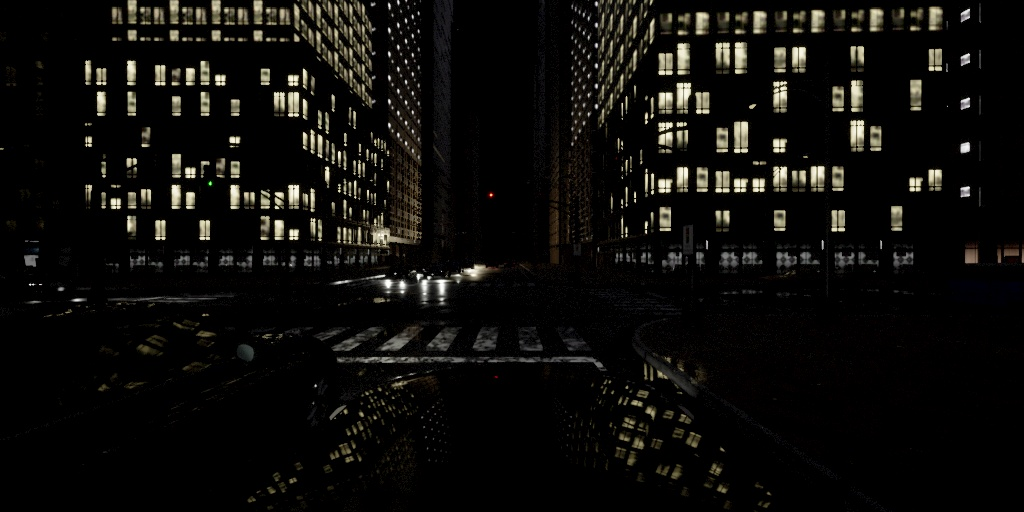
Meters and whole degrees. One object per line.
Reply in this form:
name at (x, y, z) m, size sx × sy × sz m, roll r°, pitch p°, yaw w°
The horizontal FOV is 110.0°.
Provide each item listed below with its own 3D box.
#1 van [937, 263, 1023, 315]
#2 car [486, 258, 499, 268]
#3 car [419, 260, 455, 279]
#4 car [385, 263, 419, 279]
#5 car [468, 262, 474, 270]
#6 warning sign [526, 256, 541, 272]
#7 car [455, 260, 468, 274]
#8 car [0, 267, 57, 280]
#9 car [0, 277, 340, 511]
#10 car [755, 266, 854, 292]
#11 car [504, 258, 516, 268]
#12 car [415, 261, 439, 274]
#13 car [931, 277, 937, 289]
van at (18.289, 1.119, 12.786) m, size 3.998 × 1.789 × 1.690 m, roll 0°, pitch 0°, yaw 2°
car at (-3.541, 1.214, 63.660) m, size 2.097 × 1.767 × 4.553 m, roll 0°, pitch 0°, yaw -1°
car at (-6.798, 1.305, 32.963) m, size 1.812 × 1.442 × 4.674 m, roll 0°, pitch 0°, yaw 0°
car at (-10.049, 1.343, 32.807) m, size 1.994 × 1.385 × 4.181 m, roll 0°, pitch 0°, yaw 0°
car at (-6.917, 1.396, 54.864) m, size 1.994 × 1.385 × 4.181 m, roll 0°, pitch 0°, yaw 1°
warning sign at (2.600, 0.910, 40.844) m, size 1.300 × 1.860 × 1.060 m, roll 0°, pitch 0°, yaw 0°
car at (-6.862, 1.277, 42.837) m, size 1.882 × 1.535 × 5.008 m, roll 0°, pitch 0°, yaw 0°
car at (-23.088, 1.250, 16.399) m, size 4.902 × 1.511 × 2.128 m, roll 0°, pitch 0°, yaw 0°
car at (-3.155, 1.102, 2.569) m, size 2.097 × 1.767 × 4.553 m, roll 0°, pitch 0°, yaw 0°
car at (16.966, 1.293, 20.949) m, size 4.829 × 1.417 × 1.751 m, roll 0°, pitch 0°, yaw 2°
car at (-0.397, 1.426, 63.840) m, size 1.994 × 1.385 × 4.181 m, roll 0°, pitch 0°, yaw 0°
car at (-10.124, 1.363, 42.827) m, size 1.994 × 1.385 × 4.181 m, roll 0°, pitch 0°, yaw -2°
car at (26.803, 1.357, 20.528) m, size 4.207 × 1.307 × 1.802 m, roll 0°, pitch 0°, yaw 2°
